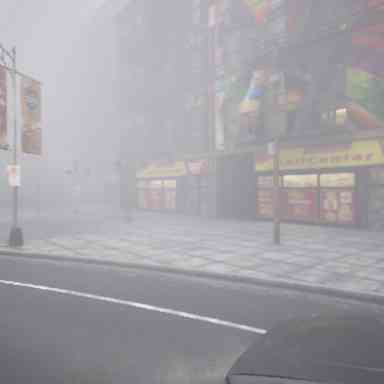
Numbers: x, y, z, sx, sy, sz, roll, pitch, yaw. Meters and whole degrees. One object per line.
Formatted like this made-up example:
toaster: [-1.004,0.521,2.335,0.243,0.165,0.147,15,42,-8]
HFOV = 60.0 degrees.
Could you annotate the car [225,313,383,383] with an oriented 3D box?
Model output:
car: [2.793,1.508,1.902,5.357,1.411,2.033,0,1,36]
